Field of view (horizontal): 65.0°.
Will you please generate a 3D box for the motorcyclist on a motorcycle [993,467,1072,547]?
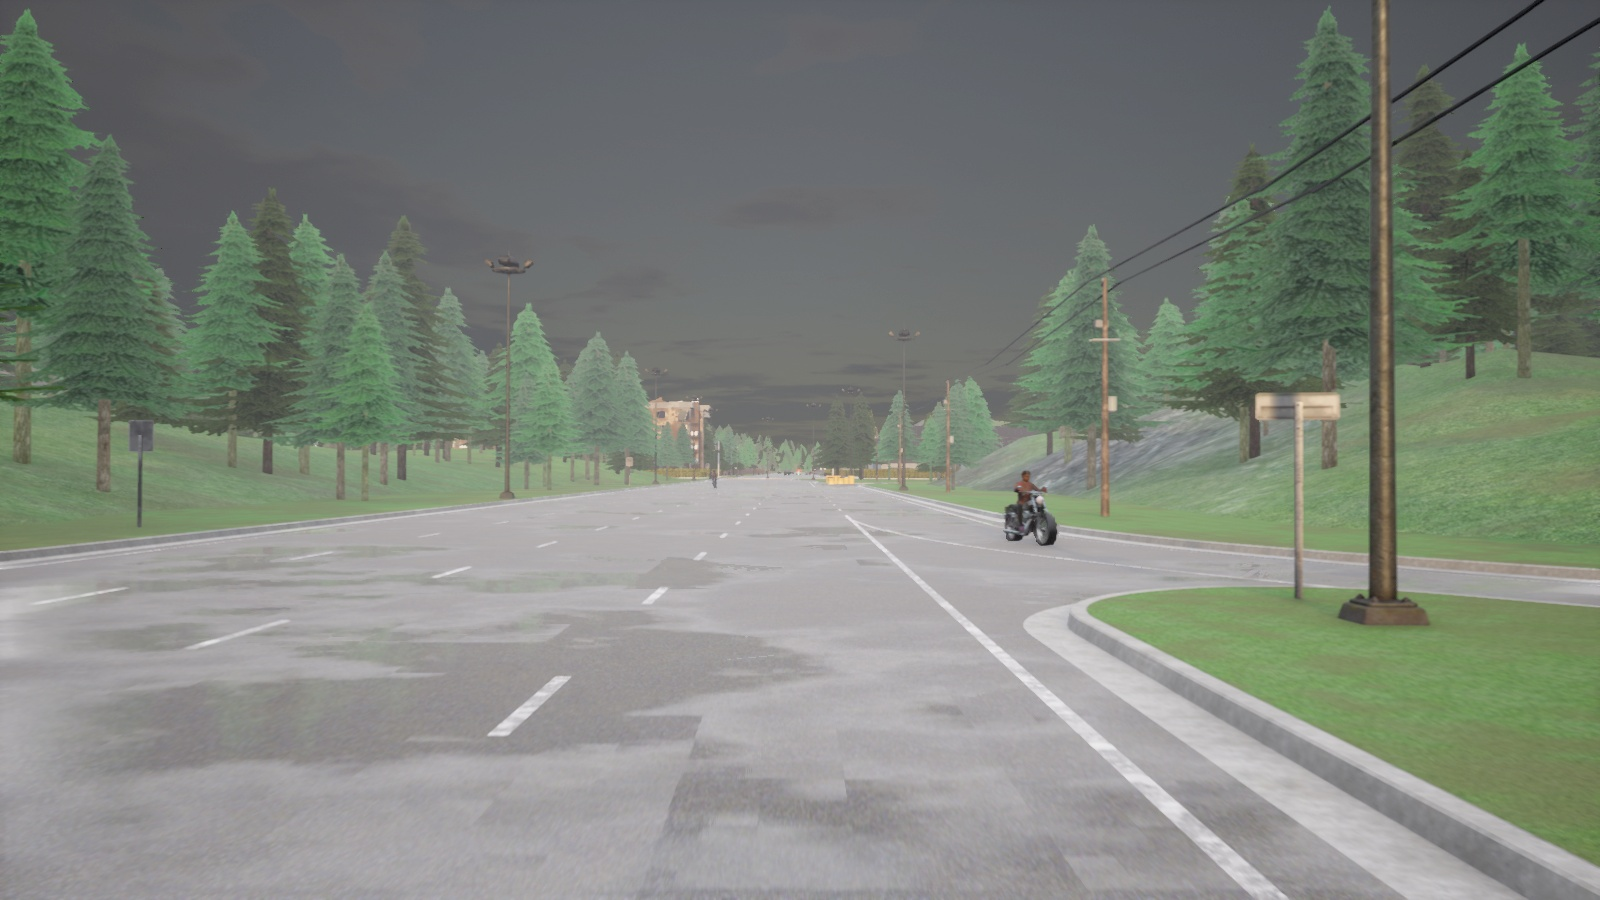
[{"bbox_3d":[5.008,1.201,27.232,0.766,1.649,2.350,0,-1,-14],"label":"motorcyclist on a motorcycle"}]
